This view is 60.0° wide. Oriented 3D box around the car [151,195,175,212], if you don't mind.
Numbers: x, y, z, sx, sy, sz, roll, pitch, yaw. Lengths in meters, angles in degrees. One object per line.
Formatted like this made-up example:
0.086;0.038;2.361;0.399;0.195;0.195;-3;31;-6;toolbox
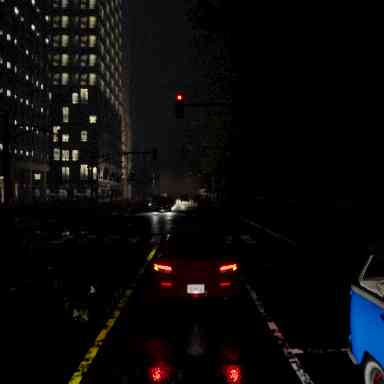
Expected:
-3.360;1.493;39.061;1.837;1.490;4.892;0;0;-1;car

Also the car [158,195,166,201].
-7.557;1.532;84.138;1.802;1.307;4.206;0;0;-3;car

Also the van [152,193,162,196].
-6.646;1.314;61.965;1.690;1.788;3.998;0;0;-2;van

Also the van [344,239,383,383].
2.557;1.341;2.172;1.690;1.788;3.998;0;0;0;van

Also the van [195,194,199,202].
1.731;1.321;51.259;1.690;1.788;3.998;0;0;-2;van

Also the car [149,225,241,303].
0.051;1.525;8.106;1.812;1.442;4.674;0;0;0;car

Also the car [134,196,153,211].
-5.846;1.538;39.794;2.008;1.369;4.403;0;0;-1;car

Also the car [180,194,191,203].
-1.505;1.552;70.641;1.895;1.301;4.718;0;0;-2;car

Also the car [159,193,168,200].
-8.107;1.252;95.219;2.192;1.841;5.009;0;0;-3;car

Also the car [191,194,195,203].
1.162;1.492;68.053;1.752;1.417;4.829;0;0;-2;car

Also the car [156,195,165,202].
-7.303;1.501;78.594;1.887;1.381;4.507;0;0;-2;car

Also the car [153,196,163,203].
-6.849;1.512;67.508;1.887;1.381;4.507;0;0;-2;car

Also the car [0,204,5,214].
-18.230;1.377;28.530;4.206;1.307;1.802;1;0;3;car

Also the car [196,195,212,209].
1.883;1.509;45.887;1.752;1.417;4.829;0;0;-2;car

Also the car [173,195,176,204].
-3.608;1.546;49.044;1.994;1.385;4.181;0;0;-1;car

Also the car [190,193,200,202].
0.713;1.270;78.971;2.192;1.841;5.009;0;0;-3;car

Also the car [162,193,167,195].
-4.004;1.324;62.169;2.097;1.767;4.553;0;0;-2;car

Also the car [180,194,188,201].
-1.927;1.264;80.616;1.882;1.535;5.008;0;0;-3;car
